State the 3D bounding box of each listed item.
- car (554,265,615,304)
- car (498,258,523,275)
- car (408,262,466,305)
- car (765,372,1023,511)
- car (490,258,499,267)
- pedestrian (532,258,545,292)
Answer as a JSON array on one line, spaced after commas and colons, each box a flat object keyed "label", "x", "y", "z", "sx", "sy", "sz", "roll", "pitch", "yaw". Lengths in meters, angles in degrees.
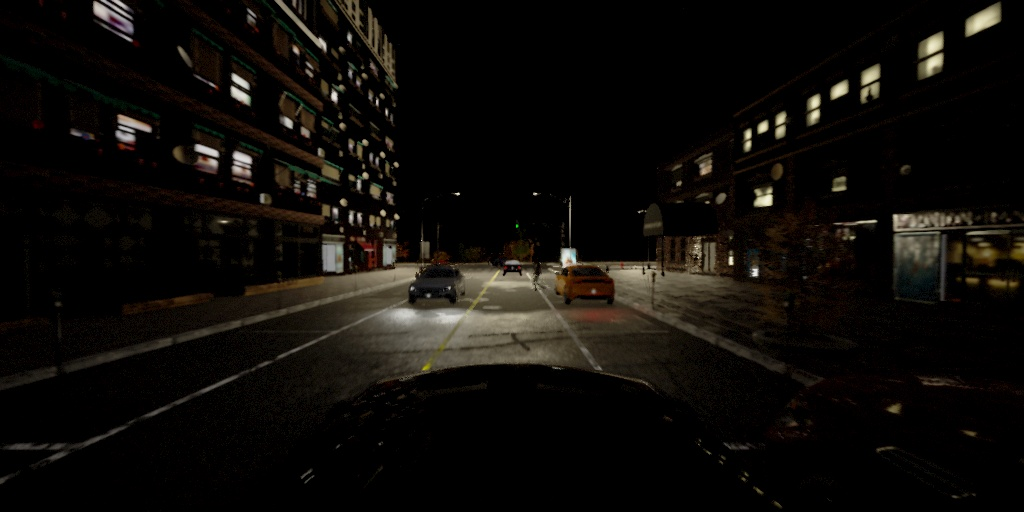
[{"label": "car", "x": 3.004, "y": 1.124, "z": 15.648, "sx": 1.882, "sy": 1.535, "sz": 5.008, "roll": 0, "pitch": 0, "yaw": 0}, {"label": "car", "x": 0.069, "y": 1.053, "z": 34.284, "sx": 2.033, "sy": 1.411, "sz": 5.357, "roll": 0, "pitch": 0, "yaw": 1}, {"label": "car", "x": -3.093, "y": 1.172, "z": 15.618, "sx": 1.812, "sy": 1.442, "sz": 4.674, "roll": 0, "pitch": 0, "yaw": 0}, {"label": "car", "x": 2.689, "y": 1.076, "z": 0.253, "sx": 2.192, "sy": 1.841, "sz": 5.009, "roll": 0, "pitch": 0, "yaw": 0}, {"label": "car", "x": -1.560, "y": 0.945, "z": 50.589, "sx": 1.994, "sy": 1.385, "sz": 4.181, "roll": 0, "pitch": 1, "yaw": -25}, {"label": "pedestrian", "x": 1.336, "y": 0.919, "z": 18.552, "sx": 0.375, "sy": 1.860, "sz": 0.375, "roll": -1, "pitch": 1, "yaw": -3}]
